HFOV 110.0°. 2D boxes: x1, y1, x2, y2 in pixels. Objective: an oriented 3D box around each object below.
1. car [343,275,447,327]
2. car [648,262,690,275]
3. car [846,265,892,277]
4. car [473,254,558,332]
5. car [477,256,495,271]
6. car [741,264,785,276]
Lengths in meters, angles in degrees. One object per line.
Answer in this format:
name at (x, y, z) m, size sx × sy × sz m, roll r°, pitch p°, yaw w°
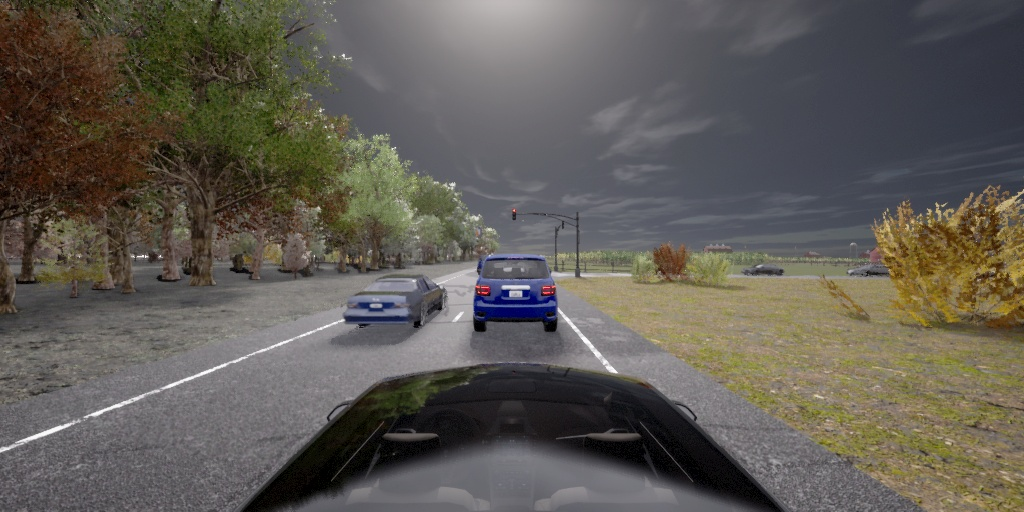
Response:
car at (-3.415, 1.300, 11.504) m, size 2.033 × 1.411 × 5.357 m, roll 0°, pitch 0°, yaw 0°
car at (19.045, 1.494, 43.439) m, size 5.008 × 1.535 × 1.882 m, roll 1°, pitch -1°, yaw 0°
car at (43.342, 1.771, 43.348) m, size 4.902 × 1.511 × 2.128 m, roll 0°, pitch -1°, yaw 0°
car at (0.088, 0.974, 11.012) m, size 2.150 × 2.045 × 5.566 m, roll 0°, pitch 0°, yaw 0°
car at (-3.481, 0.980, 49.508) m, size 2.150 × 2.045 × 5.566 m, roll 0°, pitch 0°, yaw 0°
car at (30.355, 1.666, 43.402) m, size 4.674 × 1.442 × 1.812 m, roll 1°, pitch -1°, yaw 0°
